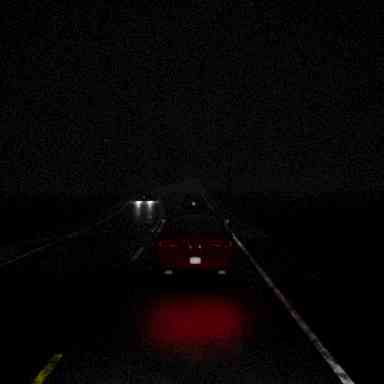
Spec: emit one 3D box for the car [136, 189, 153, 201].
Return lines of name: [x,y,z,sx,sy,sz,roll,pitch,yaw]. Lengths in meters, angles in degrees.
car: [-6.212,0.336,43.997,1.837,1.490,4.892,0,2,-5]

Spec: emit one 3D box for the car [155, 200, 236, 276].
car: [0.092,1.229,9.520,1.882,1.535,5.008,0,2,0]

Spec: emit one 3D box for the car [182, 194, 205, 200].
car: [0.140,0.839,28.000,1.994,1.385,4.181,0,1,0]
